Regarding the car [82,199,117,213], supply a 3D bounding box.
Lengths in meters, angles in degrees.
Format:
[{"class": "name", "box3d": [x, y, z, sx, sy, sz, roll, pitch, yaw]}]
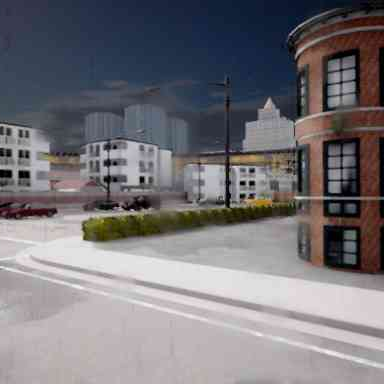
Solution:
[{"class": "car", "box3d": [-11.080, 1.684, 40.669, 1.837, 1.490, 4.892, 0, -1, 38]}]

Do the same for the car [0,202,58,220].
[{"class": "car", "box3d": [-14.616, 1.687, 30.261, 1.812, 1.442, 4.674, 0, 0, 37]}]

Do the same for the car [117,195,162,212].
[{"class": "car", "box3d": [-6.164, 1.380, 41.399, 2.150, 2.045, 5.566, 0, 0, 38]}]

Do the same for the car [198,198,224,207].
[{"class": "car", "box3d": [3.216, 1.687, 55.461, 4.674, 1.442, 1.812, 0, 0, -31]}]

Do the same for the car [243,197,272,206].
[{"class": "car", "box3d": [10.937, 1.605, 55.514, 5.008, 1.535, 1.882, 0, 0, -20]}]
